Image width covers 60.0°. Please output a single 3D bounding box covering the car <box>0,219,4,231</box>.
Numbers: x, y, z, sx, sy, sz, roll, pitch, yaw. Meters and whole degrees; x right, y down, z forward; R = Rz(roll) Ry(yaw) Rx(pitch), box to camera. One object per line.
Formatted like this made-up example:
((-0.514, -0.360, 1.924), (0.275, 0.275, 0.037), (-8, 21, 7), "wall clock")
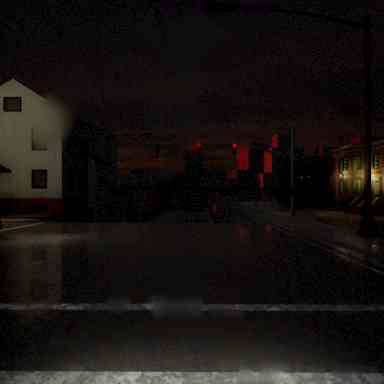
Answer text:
((-11.761, 1.219, 15.046), (5.566, 2.045, 2.150), (0, 0, -12), "car")
